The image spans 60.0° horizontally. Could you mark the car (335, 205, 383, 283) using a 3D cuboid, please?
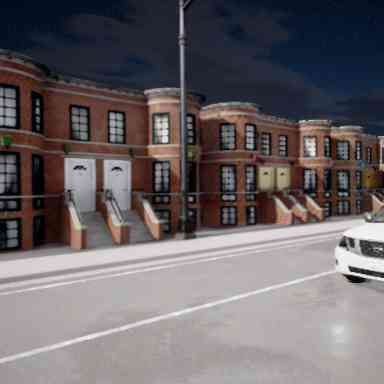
[{"bbox_3d":[5.887,1.116,8.230,5.566,2.045,2.150,0,0,-36],"label":"car"}]
